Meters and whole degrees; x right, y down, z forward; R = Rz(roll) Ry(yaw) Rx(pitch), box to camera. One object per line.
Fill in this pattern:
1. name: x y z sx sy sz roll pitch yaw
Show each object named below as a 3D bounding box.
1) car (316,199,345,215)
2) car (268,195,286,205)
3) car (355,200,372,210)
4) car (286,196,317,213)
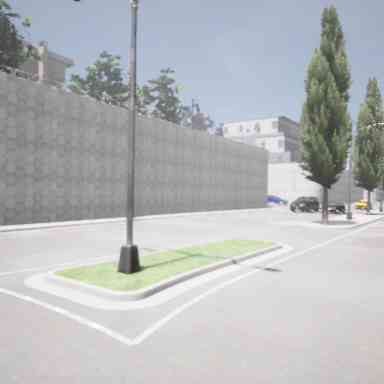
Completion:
1. car: 17.194 1.907 40.445 2.128 1.511 4.902 1 0 38
2. car: 14.769 1.323 59.223 5.008 1.535 1.882 7 3 38
3. car: 28.449 2.116 55.058 1.882 1.535 5.008 2 1 38
4. car: 14.463 1.584 42.468 2.150 2.045 5.566 1 0 38
